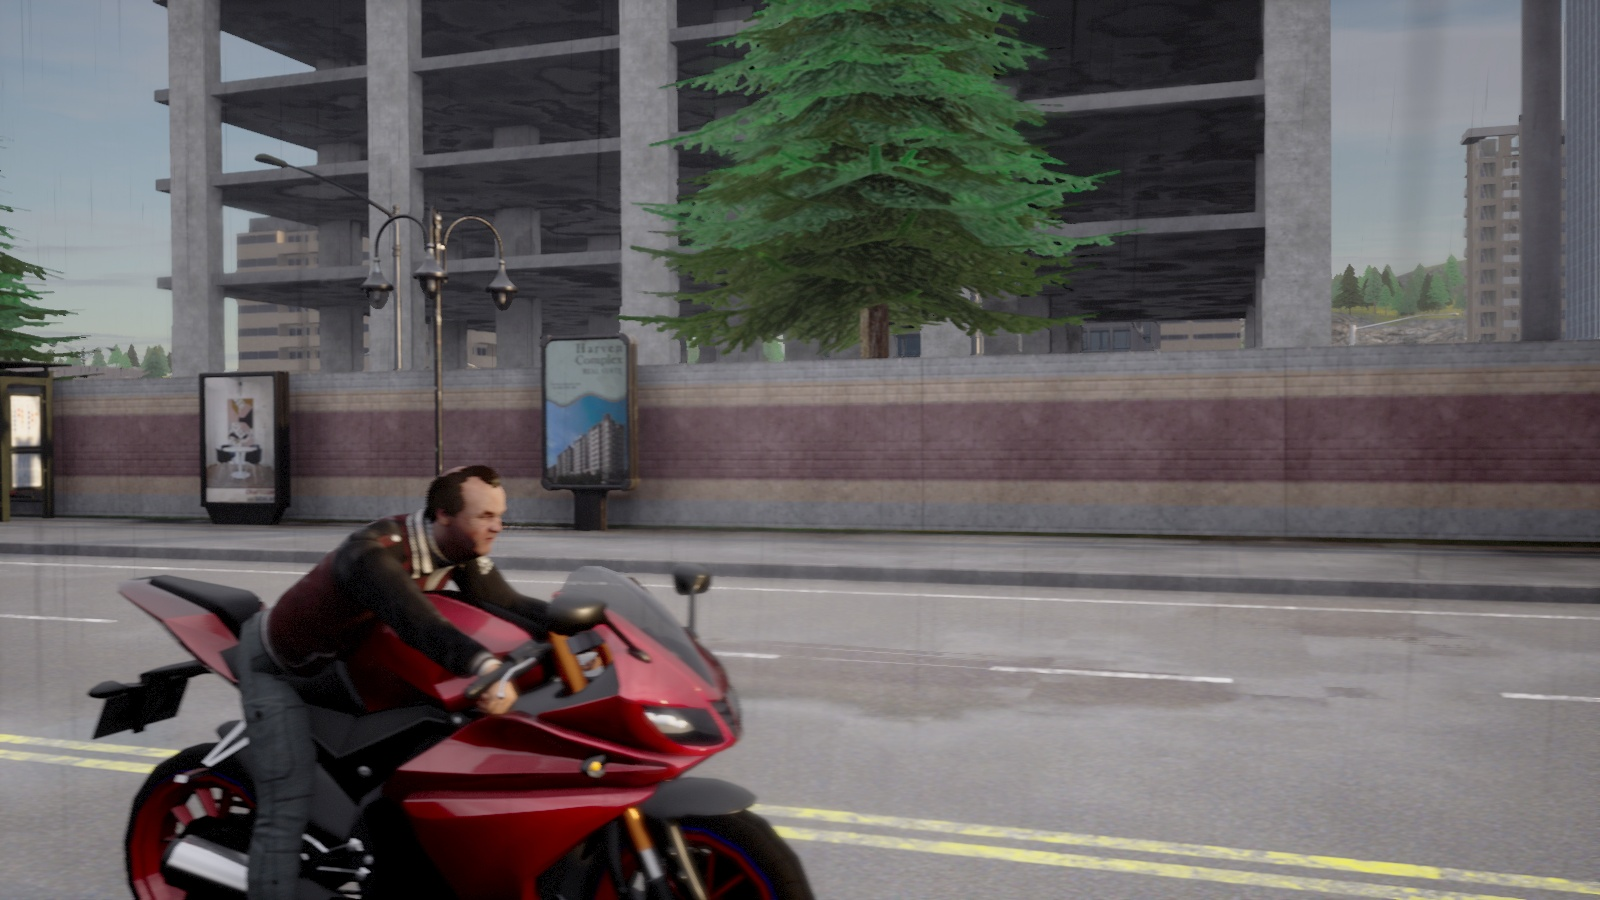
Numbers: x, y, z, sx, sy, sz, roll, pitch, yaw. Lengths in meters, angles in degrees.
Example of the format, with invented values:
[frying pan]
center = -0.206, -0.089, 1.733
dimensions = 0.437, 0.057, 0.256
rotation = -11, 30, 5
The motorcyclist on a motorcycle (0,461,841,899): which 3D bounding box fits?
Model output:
[motorcyclist on a motorcycle]
center = -1.059, 0.813, 3.550
dimensions = 2.191, 1.530, 0.866
rotation = 0, 1, 19
